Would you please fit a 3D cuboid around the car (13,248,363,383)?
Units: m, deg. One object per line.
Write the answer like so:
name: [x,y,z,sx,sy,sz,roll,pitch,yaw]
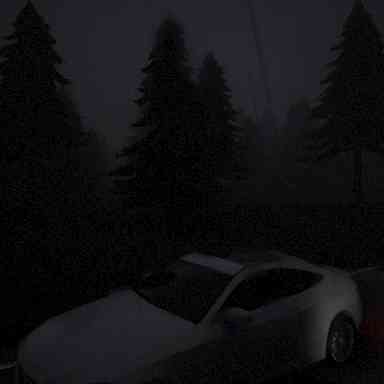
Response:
car: [0.369,1.526,4.249,4.674,1.442,1.812,0,0,-35]
